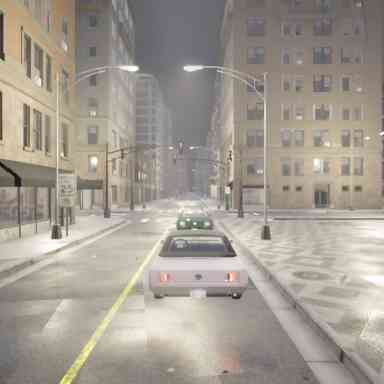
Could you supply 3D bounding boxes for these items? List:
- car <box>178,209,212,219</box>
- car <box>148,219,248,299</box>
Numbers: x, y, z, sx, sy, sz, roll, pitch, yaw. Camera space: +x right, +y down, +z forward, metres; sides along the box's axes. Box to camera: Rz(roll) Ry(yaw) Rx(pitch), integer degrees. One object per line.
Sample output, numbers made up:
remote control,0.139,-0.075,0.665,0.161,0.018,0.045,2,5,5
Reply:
car,0.146,1.600,18.625,1.895,1.301,4.718,0,0,0
car,0.121,1.600,8.390,1.895,1.301,4.718,0,0,0
